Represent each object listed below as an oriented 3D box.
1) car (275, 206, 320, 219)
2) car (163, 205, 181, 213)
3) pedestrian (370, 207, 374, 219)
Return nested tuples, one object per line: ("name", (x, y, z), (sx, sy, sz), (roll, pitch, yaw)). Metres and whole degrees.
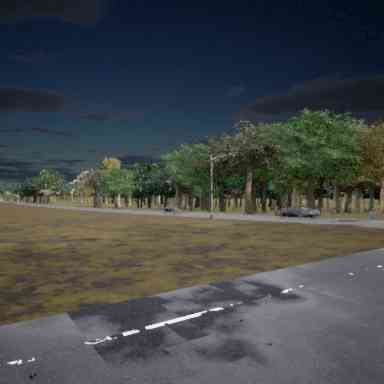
("car", (12.319, 2.375, 39.010), (2.033, 1.411, 5.357), (1, -2, -33))
("car", (-3.851, 3.270, 63.702), (2.128, 1.511, 4.902), (1, -2, -33))
("pedestrian", (19.255, 2.203, 35.535), (0.375, 1.300, 0.375), (-2, 1, -33))
